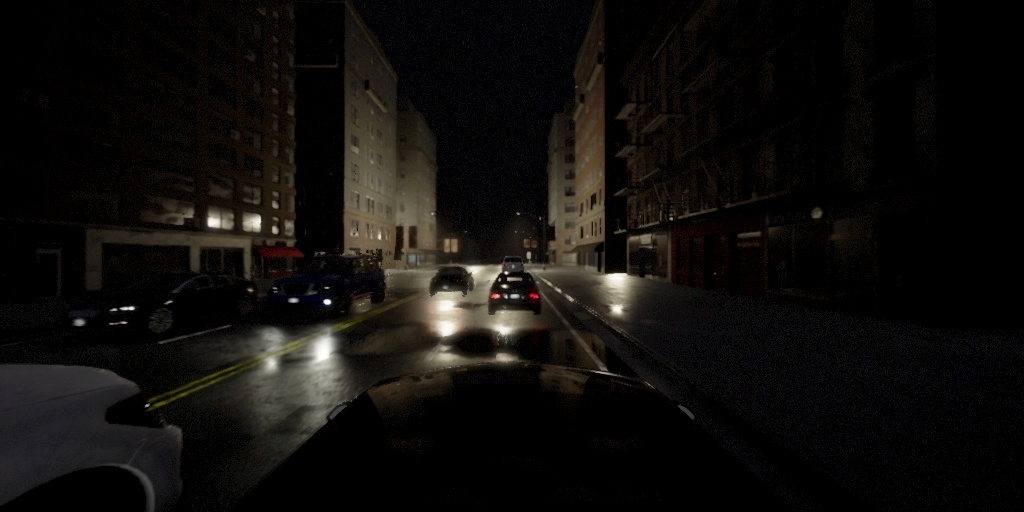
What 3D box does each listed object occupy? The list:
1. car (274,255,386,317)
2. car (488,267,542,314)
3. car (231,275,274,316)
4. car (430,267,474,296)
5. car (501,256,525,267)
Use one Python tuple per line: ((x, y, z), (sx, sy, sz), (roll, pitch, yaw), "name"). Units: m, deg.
((-6.597, 0.988, 13.594), (2.150, 2.045, 5.566), (0, 0, 0), "car")
((0.102, 1.314, 13.744), (2.033, 1.411, 5.357), (0, 0, 0), "car")
((-9.846, 1.254, 10.611), (2.128, 1.511, 4.902), (0, 0, 0), "car")
((-3.142, 1.301, 19.253), (1.812, 1.442, 4.674), (0, 0, 0), "car")
((0.112, 1.026, 35.913), (2.150, 2.045, 5.566), (0, 0, 0), "car")
